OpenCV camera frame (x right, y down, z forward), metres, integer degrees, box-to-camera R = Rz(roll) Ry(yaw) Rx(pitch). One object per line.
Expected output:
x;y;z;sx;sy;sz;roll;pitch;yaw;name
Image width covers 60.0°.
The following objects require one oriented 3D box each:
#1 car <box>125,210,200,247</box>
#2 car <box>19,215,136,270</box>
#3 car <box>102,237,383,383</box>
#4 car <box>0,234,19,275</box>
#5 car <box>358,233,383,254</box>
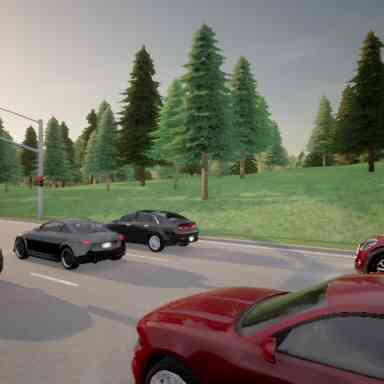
-1.984;1.505;13.890;4.892;1.490;1.837;0;0;36;car
-4.163;1.564;11.143;4.181;1.385;1.994;0;0;36;car
1.669;1.478;2.800;5.008;1.535;1.882;0;0;36;car
-6.628;1.526;8.615;4.674;1.442;1.812;0;0;36;car
6.462;1.356;7.978;4.553;1.767;2.097;1;0;36;car
